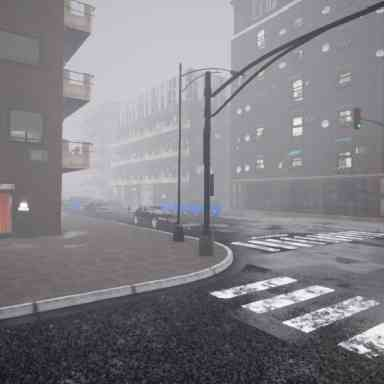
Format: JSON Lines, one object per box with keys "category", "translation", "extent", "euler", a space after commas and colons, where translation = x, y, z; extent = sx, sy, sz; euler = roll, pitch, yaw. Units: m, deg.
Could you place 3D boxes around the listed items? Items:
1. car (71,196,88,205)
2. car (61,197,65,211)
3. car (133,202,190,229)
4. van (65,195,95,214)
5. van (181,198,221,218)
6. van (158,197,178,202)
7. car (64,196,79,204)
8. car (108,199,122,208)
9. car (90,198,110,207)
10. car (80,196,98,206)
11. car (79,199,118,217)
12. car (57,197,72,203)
{"category": "car", "translation": [-21.301, 1.606, 62.943], "extent": [1.967, 1.590, 4.097], "euler": [1, -1, -35]}
{"category": "car", "translation": [-15.080, 1.581, 40.048], "extent": [2.008, 1.369, 4.403], "euler": [1, -1, -35]}
{"category": "car", "translation": [-2.373, 1.540, 21.629], "extent": [2.008, 1.369, 4.403], "euler": [1, -1, -35]}
{"category": "van", "translation": [-11.902, 1.361, 35.445], "extent": [1.690, 1.788, 3.998], "euler": [1, -1, -35]}
{"category": "van", "translation": [0.938, 1.439, 30.710], "extent": [1.690, 1.788, 3.998], "euler": [1, -1, -35]}
{"category": "van", "translation": [-2.239, 1.450, 35.315], "extent": [1.690, 1.788, 3.998], "euler": [1, -1, -35]}
{"category": "car", "translation": [-24.477, 1.614, 67.548], "extent": [1.967, 1.590, 4.097], "euler": [1, -1, -35]}
{"category": "car", "translation": [-11.771, 1.683, 49.128], "extent": [1.887, 1.381, 4.507], "euler": [1, -1, -35]}
{"category": "car", "translation": [-14.948, 1.730, 53.732], "extent": [1.802, 1.307, 4.206], "euler": [1, -1, -35]}
{"category": "car", "translation": [-18.124, 1.597, 58.338], "extent": [1.967, 1.590, 4.097], "euler": [1, -1, -35]}
{"category": "car", "translation": [-8.727, 1.592, 30.839], "extent": [1.802, 1.307, 4.206], "euler": [1, -1, -35]}
{"category": "car", "translation": [-27.655, 1.727, 72.152], "extent": [1.887, 1.381, 4.507], "euler": [1, -1, -35]}
